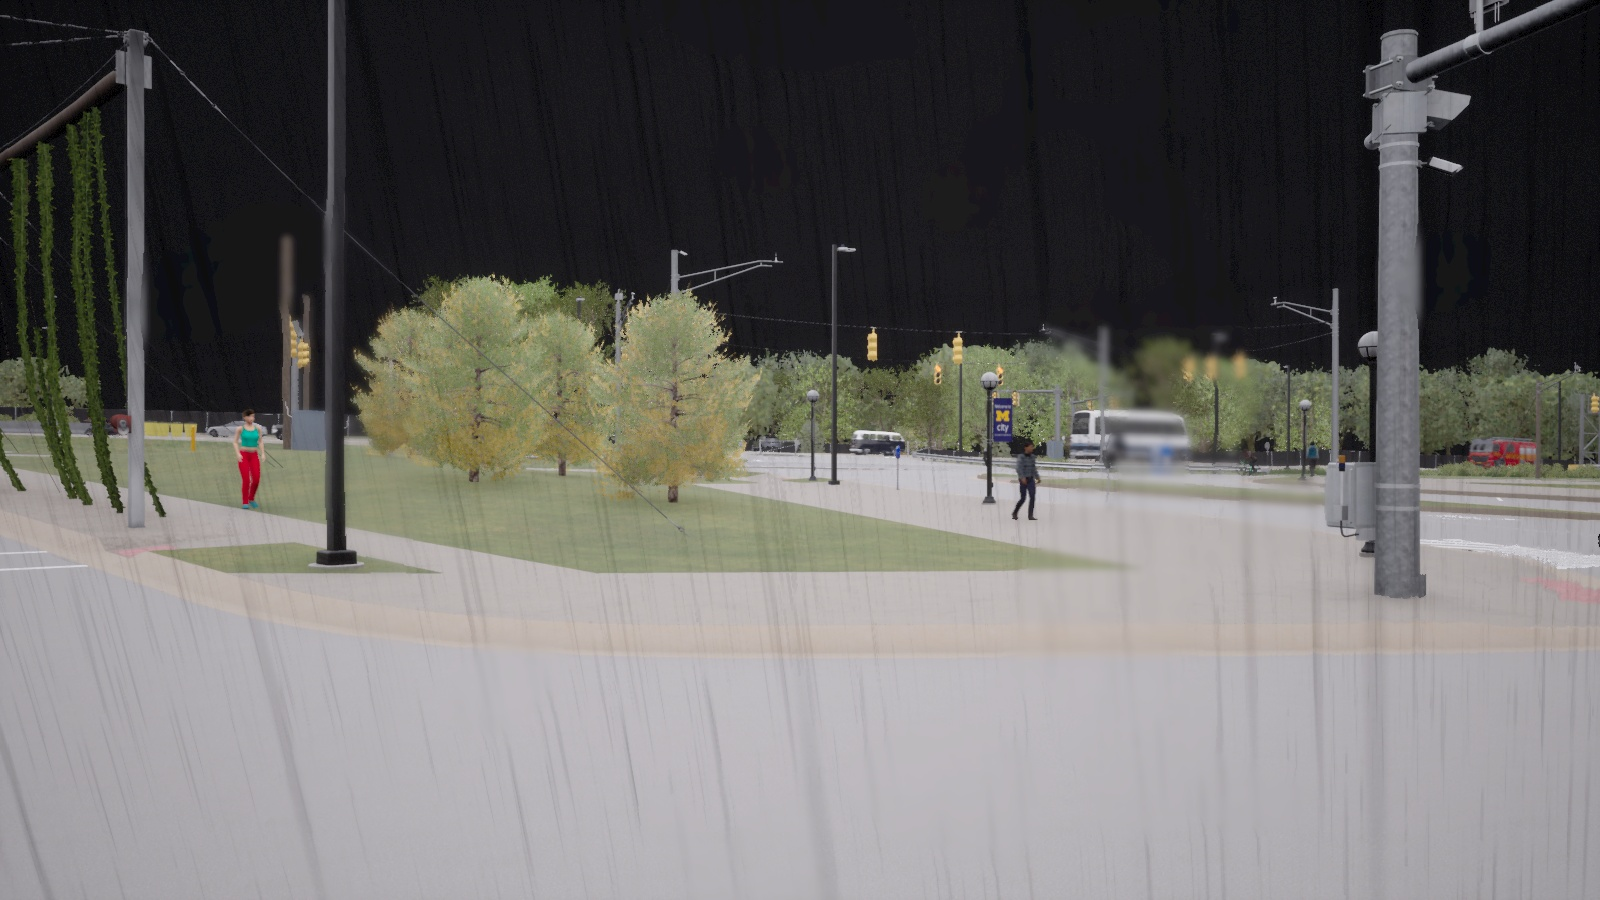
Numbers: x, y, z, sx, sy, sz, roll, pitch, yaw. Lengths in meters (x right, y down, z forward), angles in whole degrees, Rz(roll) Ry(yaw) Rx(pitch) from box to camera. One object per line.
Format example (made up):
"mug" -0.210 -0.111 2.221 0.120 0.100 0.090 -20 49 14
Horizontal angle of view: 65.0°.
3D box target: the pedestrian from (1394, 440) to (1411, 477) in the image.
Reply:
"pedestrian" 30.703 0.437 64.016 0.726 1.842 0.402 0 0 -20

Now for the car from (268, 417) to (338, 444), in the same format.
"car" -36.410 -1.385 92.156 4.605 1.855 1.932 1 0 -18

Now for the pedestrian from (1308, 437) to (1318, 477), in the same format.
"pedestrian" 24.940 0.336 61.045 0.396 1.930 0.692 0 0 15

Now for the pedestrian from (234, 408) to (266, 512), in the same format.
"pedestrian" -9.919 0.176 22.629 0.345 1.836 0.594 0 0 -43

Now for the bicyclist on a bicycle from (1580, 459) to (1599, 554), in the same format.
"bicyclist on a bicycle" 14.281 0.984 21.313 0.866 1.612 1.509 0 1 -25

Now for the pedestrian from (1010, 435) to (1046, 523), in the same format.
"pedestrian" 5.143 0.638 28.297 0.423 1.949 0.788 0 0 -24
